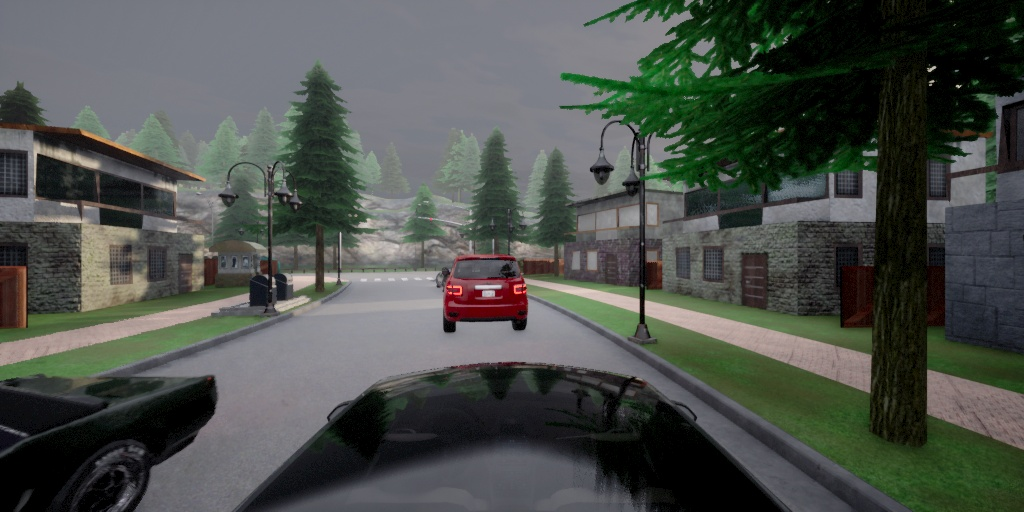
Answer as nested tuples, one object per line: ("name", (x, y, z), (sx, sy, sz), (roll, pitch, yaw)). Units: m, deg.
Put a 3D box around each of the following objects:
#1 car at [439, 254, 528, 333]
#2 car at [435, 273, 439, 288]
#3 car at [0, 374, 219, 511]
("car", (-0.952, 0.971, 11.023), (2.150, 2.045, 5.566), (0, 0, -9))
("car", (-3.368, 1.297, 21.206), (2.033, 1.411, 5.357), (0, 0, -18))
("car", (-3.760, 1.351, 1.203), (1.895, 1.301, 4.718), (0, 0, 0))
